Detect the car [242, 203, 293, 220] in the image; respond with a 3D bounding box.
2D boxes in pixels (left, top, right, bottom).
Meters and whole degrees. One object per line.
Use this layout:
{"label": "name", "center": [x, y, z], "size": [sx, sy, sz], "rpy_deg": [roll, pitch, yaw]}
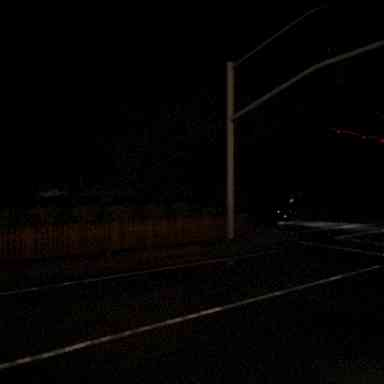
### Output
{"label": "car", "center": [6.052, 1.600, 27.799], "size": [1.895, 1.301, 4.718], "rpy_deg": [0, 0, -35]}
